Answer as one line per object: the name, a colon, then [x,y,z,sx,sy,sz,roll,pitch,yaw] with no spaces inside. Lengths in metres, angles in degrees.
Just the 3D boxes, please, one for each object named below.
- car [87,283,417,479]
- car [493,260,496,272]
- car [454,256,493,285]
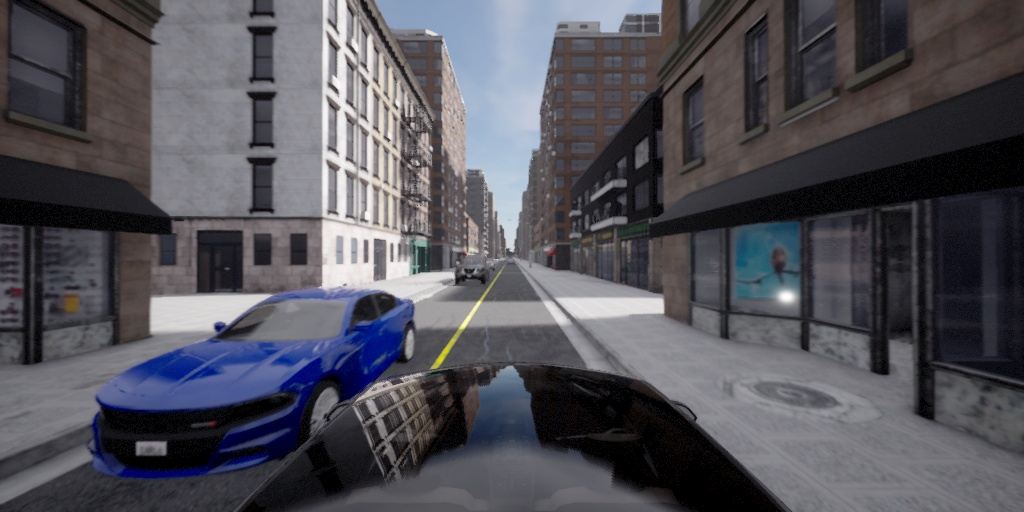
car: [-2.856,1.233,5.328,1.882,1.535,5.008,0,0,0]
car: [-2.837,0.945,40.877,2.128,1.511,4.902,0,0,0]
car: [-2.842,0.984,26.639,2.150,2.045,5.566,0,0,0]
